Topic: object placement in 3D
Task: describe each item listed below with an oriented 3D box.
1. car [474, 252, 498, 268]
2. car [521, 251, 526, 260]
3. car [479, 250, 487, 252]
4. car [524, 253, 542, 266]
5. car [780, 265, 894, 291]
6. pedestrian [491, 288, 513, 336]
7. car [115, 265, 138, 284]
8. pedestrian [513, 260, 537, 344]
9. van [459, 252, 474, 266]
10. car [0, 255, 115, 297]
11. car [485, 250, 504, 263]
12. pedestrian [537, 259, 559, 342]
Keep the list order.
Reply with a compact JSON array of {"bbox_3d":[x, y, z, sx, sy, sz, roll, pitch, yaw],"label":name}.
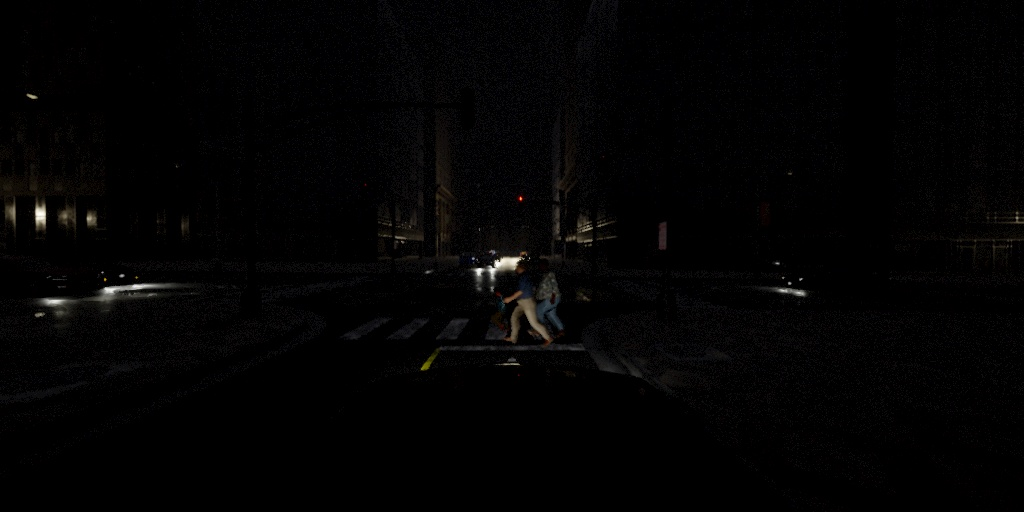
[{"bbox_3d":[-2.897,0.604,40.700,1.812,1.442,4.674,0,1,1],"label":"car"},{"bbox_3d":[2.997,0.273,62.037,1.802,1.307,4.207,0,0,0],"label":"car"},{"bbox_3d":[-5.528,0.130,62.091,1.967,1.591,4.097,0,0,0],"label":"car"},{"bbox_3d":[2.886,0.566,45.092,1.948,1.339,4.313,0,0,0],"label":"car"},{"bbox_3d":[18.986,1.255,21.048,5.357,1.411,2.033,1,1,0],"label":"car"},{"bbox_3d":[-0.256,1.306,8.799,0.500,1.100,0.500,0,1,0],"label":"pedestrian"},{"bbox_3d":[-21.381,0.777,17.830,4.181,1.385,1.994,1,1,0],"label":"car"},{"bbox_3d":[0.271,0.948,7.502,0.375,1.860,0.375,0,1,0],"label":"pedestrian"},{"bbox_3d":[-5.639,0.340,45.147,1.690,1.789,3.998,0,0,0],"label":"van"},{"bbox_3d":[-19.773,0.753,14.569,5.008,1.535,1.882,1,1,0],"label":"car"},{"bbox_3d":[-2.769,0.277,57.015,2.128,1.511,4.902,0,1,1],"label":"car"},{"bbox_3d":[0.793,0.936,8.192,0.375,1.860,0.375,0,1,0],"label":"pedestrian"}]
